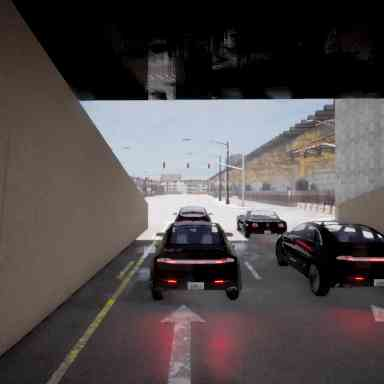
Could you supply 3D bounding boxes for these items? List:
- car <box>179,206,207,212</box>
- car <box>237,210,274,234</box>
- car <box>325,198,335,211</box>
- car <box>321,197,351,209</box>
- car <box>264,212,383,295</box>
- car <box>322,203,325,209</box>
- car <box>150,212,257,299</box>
[{"bbox_3d":[0.049,1.505,17.587,1.837,1.490,4.892,0,0,0],"label":"car"},{"bbox_3d":[3.549,1.601,17.833,1.895,1.301,4.718,0,0,0],"label":"car"},{"bbox_3d":[17.332,1.453,35.542,2.038,1.542,4.974,0,0,-35],"label":"car"},{"bbox_3d":[17.460,1.295,40.186,1.853,1.218,4.536,0,0,45],"label":"car"},{"bbox_3d":[3.567,1.491,8.680,2.128,1.511,4.902,0,0,0],"label":"car"},{"bbox_3d":[17.424,1.452,40.149,2.038,1.542,4.974,0,0,45],"label":"car"},{"bbox_3d":[0.067,1.492,8.467,2.128,1.511,4.902,0,0,0],"label":"car"}]
